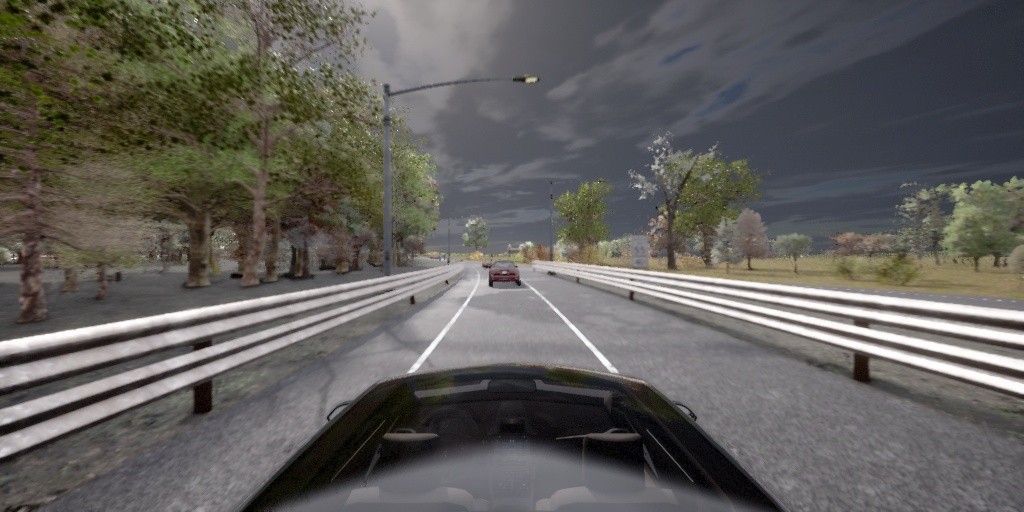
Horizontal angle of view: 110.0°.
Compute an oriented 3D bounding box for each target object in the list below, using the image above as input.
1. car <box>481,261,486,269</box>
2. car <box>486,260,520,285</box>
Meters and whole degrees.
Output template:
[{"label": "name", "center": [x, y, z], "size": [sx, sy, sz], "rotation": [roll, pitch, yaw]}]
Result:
[{"label": "car", "center": [-3.860, 1.359, 57.279], "size": [1.895, 1.301, 4.718], "rotation": [0, 0, -9]}, {"label": "car", "center": [-0.642, 1.106, 25.951], "size": [2.097, 1.767, 4.553], "rotation": [0, 0, -4]}]
